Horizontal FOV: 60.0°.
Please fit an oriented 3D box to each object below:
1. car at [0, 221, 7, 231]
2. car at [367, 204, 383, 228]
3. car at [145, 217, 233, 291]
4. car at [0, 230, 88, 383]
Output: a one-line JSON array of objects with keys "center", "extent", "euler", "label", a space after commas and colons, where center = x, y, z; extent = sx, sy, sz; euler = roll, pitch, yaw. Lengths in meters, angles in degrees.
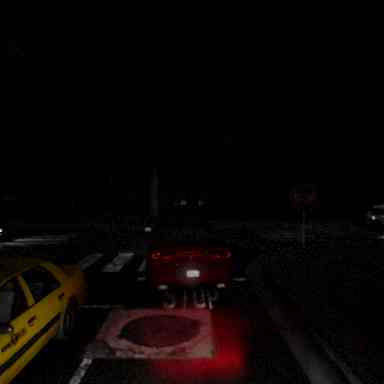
[{"center": [-10.845, 1.507, 14.669], "extent": [4.892, 1.490, 1.837], "euler": [-1, -1, 0], "label": "car"}, {"center": [12.387, 0.958, 17.657], "extent": [5.566, 2.045, 2.150], "euler": [-1, -1, 0], "label": "car"}, {"center": [-0.234, 1.399, 8.934], "extent": [1.882, 1.535, 5.008], "euler": [0, 1, -6], "label": "car"}, {"center": [-2.619, 1.497, 3.829], "extent": [1.752, 1.417, 4.829], "euler": [1, 0, 0], "label": "car"}]
